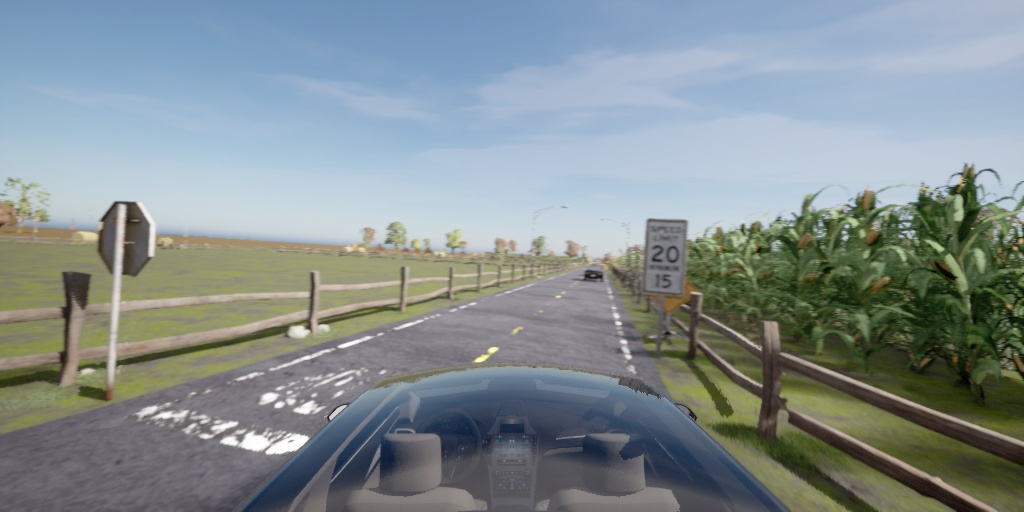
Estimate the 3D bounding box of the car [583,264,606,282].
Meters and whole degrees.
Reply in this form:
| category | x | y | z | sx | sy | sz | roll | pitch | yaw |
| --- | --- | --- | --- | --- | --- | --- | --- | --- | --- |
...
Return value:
| category | x | y | z | sx | sy | sz | roll | pitch | yaw |
| --- | --- | --- | --- | --- | --- | --- | --- | --- | --- |
| car | 8.466 | 1.774 | 37.051 | 1.882 | 1.535 | 5.008 | 4 | 0 | 14 |

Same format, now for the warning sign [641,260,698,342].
| category | x | y | z | sx | sy | sz | roll | pitch | yaw |
| --- | --- | --- | --- | --- | --- | --- | --- | --- | --- |
| warning sign | 3.942 | 1.117 | 9.139 | 1.300 | 1.860 | 1.060 | 0 | 0 | 14 |
